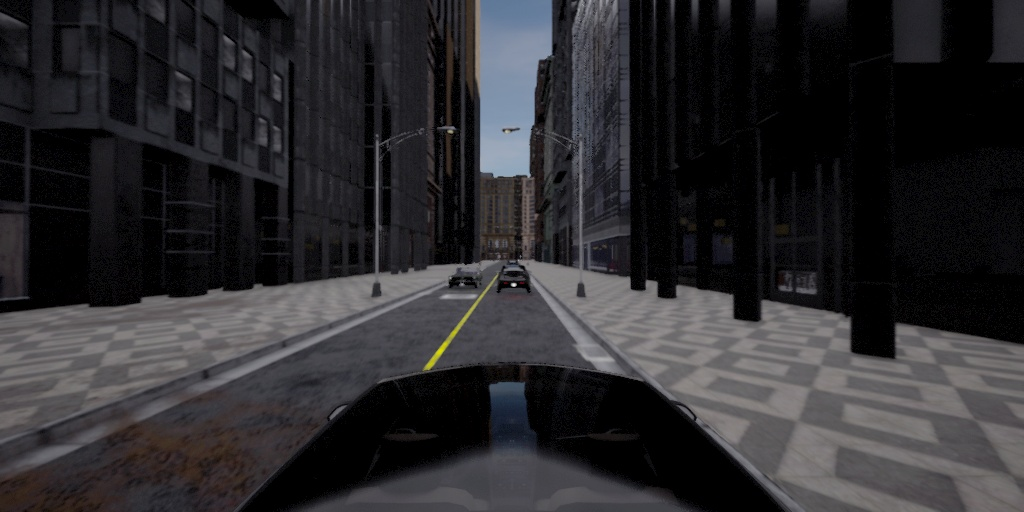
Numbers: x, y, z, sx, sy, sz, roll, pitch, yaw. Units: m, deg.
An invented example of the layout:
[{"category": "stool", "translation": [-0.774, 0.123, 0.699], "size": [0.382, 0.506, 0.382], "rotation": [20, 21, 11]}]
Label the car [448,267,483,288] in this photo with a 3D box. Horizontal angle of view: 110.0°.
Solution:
[{"category": "car", "translation": [-3.004, 1.408, 23.814], "size": [1.895, 1.301, 4.718], "rotation": [0, 0, 0]}]

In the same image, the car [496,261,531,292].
[{"category": "car", "translation": [0.096, 1.259, 21.350], "size": [1.837, 1.490, 4.892], "rotation": [0, 0, 0]}]
